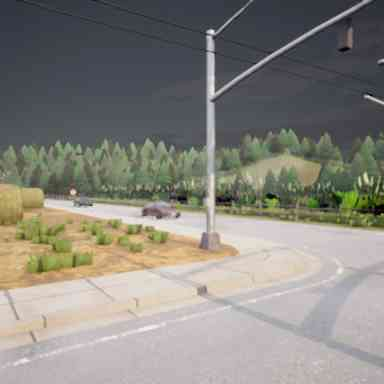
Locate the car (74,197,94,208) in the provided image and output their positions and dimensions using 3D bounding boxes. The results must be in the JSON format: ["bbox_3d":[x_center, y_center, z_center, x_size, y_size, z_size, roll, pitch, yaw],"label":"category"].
[{"bbox_3d":[-15.686,1.477,48.056,1.837,1.490,4.892,0,0,-33],"label":"car"}]

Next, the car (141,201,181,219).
[{"bbox_3d":[-2.738,1.496,28.170,1.812,1.442,4.674,0,0,-33],"label":"car"}]
